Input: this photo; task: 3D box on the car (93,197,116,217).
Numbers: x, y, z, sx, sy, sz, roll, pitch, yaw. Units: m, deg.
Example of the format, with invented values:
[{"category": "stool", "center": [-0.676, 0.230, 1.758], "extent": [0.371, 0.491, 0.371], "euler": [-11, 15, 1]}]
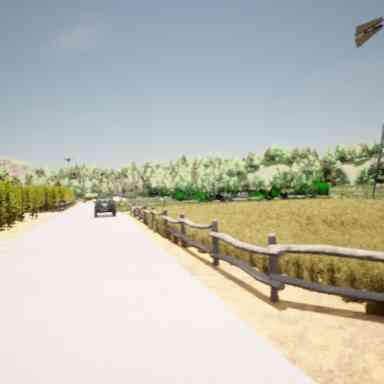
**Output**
[{"category": "car", "center": [-9.283, 1.503, 35.405], "extent": [2.150, 2.045, 5.566], "euler": [-2, 0, -15]}]
